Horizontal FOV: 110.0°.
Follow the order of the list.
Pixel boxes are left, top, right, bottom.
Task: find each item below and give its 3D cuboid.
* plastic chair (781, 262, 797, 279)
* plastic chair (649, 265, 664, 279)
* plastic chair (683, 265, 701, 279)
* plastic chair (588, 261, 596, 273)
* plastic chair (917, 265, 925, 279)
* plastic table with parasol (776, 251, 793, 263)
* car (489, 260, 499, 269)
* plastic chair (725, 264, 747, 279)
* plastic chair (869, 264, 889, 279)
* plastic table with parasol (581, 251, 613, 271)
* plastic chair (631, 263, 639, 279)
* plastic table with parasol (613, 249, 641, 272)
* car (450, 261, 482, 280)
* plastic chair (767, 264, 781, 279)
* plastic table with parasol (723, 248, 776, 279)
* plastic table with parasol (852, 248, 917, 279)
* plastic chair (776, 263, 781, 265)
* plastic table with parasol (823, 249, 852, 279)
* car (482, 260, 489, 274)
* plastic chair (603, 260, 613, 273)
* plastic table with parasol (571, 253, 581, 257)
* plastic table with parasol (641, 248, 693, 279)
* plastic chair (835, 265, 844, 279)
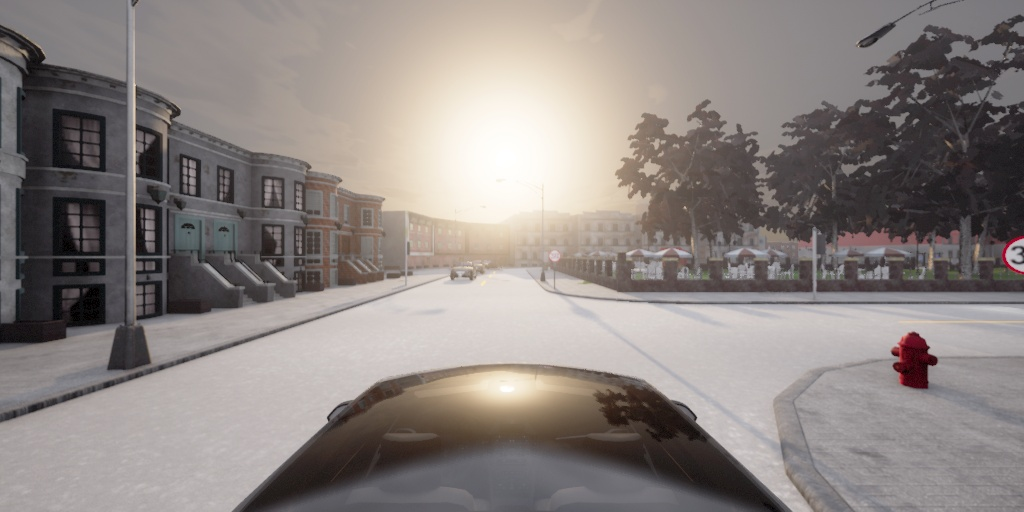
[{"bbox_3d":[22.894,1.314,29.809,0.750,1.272,0.730,0,0,-34],"label":"plastic chair"},{"bbox_3d":[9.033,1.358,21.797,0.730,1.272,0.750,0,0,-40],"label":"plastic chair"},{"bbox_3d":[10.965,1.358,21.568,0.750,1.272,0.730,0,0,-35],"label":"plastic chair"},{"bbox_3d":[9.026,1.305,40.396,0.730,1.272,0.750,0,0,-40],"label":"plastic chair"},{"bbox_3d":[24.635,1.334,21.864,0.750,1.272,0.730,0,0,-35],"label":"plastic chair"},{"bbox_3d":[22.050,0.647,30.801,2.482,2.480,2.482,0,0,-39],"label":"plastic table with parasol"},{"bbox_3d":[-3.652,1.347,53.941,2.033,1.411,5.357,0,0,19],"label":"car"},{"bbox_3d":[14.262,1.340,22.799,0.730,1.272,0.750,0,0,-40],"label":"plastic chair"},{"bbox_3d":[22.710,1.308,22.082,0.730,1.272,0.750,0,0,-39],"label":"plastic chair"},{"bbox_3d":[10.012,0.667,41.121,2.482,2.480,2.482,0,0,-38],"label":"plastic table with parasol"},{"bbox_3d":[8.591,1.324,26.287,0.730,1.272,0.750,0,0,-40],"label":"plastic chair"},{"bbox_3d":[9.622,0.723,27.031,2.482,2.480,2.482,0,0,-40],"label":"plastic table with parasol"},{"bbox_3d":[-4.127,1.269,31.069,2.128,1.511,4.902,0,0,0],"label":"car"},{"bbox_3d":[16.195,1.328,22.570,0.750,1.272,0.730,0,0,-35],"label":"plastic chair"},{"bbox_3d":[15.293,0.725,23.543,2.482,2.480,2.482,0,0,-40],"label":"plastic table with parasol"},{"bbox_3d":[23.735,0.704,22.837,2.482,2.480,2.482,0,0,-40],"label":"plastic table with parasol"},{"bbox_3d":[19.146,1.327,26.580,0.750,1.272,0.730,0,0,-35],"label":"plastic chair"},{"bbox_3d":[26.471,0.719,28.158,2.482,2.480,2.482,0,0,-40],"label":"plastic table with parasol"},{"bbox_3d":[-4.128,1.277,41.160,2.128,1.511,4.902,0,0,0],"label":"car"},{"bbox_3d":[10.958,1.303,40.108,0.750,1.272,0.730,0,0,-32],"label":"plastic chair"},{"bbox_3d":[9.214,0.779,48.817,2.482,2.480,2.482,0,0,0],"label":"plastic table with parasol"},{"bbox_3d":[10.063,0.755,22.541,2.482,2.480,2.482,0,0,-40],"label":"plastic table with parasol"},{"bbox_3d":[25.440,1.317,27.413,0.730,1.272,0.750,0,0,-40],"label":"plastic chair"}]
